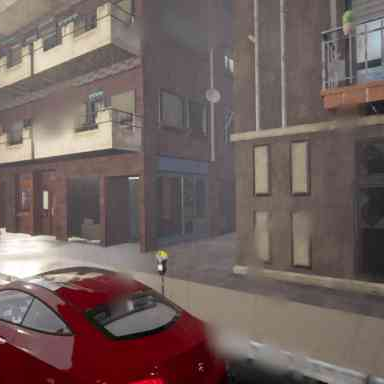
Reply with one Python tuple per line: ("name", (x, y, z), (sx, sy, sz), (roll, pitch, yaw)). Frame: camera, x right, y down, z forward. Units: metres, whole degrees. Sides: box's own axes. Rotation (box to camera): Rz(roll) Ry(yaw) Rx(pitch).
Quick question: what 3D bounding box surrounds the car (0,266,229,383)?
("car", (-1.581, 1.583, 3.979), (4.206, 1.307, 1.802), (0, -1, 36))
